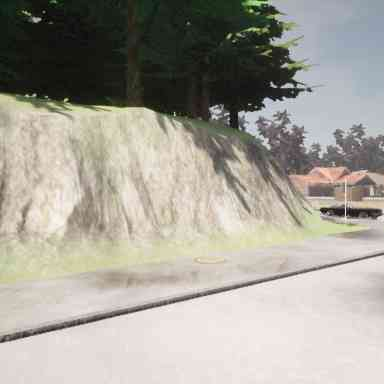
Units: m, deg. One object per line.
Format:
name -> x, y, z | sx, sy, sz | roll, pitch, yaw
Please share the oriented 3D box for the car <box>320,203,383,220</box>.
car -> 13.521, 1.601, 28.296 | 1.895, 1.301, 4.718 | 0, 0, -36
